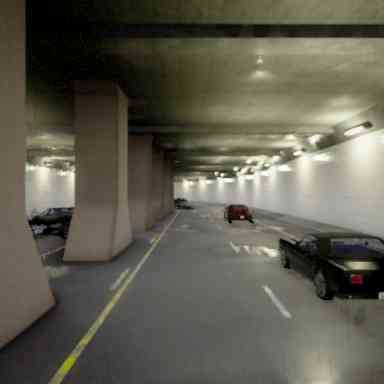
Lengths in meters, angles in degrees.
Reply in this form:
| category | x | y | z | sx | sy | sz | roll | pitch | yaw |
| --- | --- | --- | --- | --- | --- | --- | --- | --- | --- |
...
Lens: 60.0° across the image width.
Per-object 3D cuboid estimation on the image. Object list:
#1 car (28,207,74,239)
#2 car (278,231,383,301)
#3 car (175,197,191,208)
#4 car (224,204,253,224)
| category | x | y | z | sx | sy | sz | roll | pitch | yaw |
| --- | --- | --- | --- | --- | --- | --- | --- | --- | --- |
| car | -7.096 | 1.577 | 17.902 | 2.128 | 1.511 | 4.902 | 0 | 0 | 0 |
| car | 3.601 | 1.641 | 8.355 | 1.895 | 1.301 | 4.718 | 0 | 0 | 0 |
| car | -1.318 | 1.771 | 51.462 | 1.812 | 1.442 | 4.674 | 0 | 0 | -3 |
| car | 3.590 | 1.650 | 26.112 | 1.812 | 1.442 | 4.674 | 0 | 0 | 0 |
